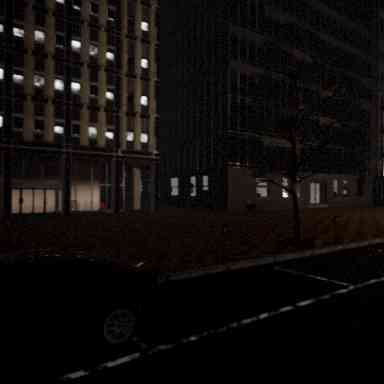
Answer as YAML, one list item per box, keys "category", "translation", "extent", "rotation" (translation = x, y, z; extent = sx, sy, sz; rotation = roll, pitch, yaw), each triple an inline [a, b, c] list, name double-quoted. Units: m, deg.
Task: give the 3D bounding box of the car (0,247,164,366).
- category: "car"
  translation: [-2.571, 1.544, 4.716]
  extent: [4.507, 1.381, 1.887]
  rotation: [0, 1, -36]
